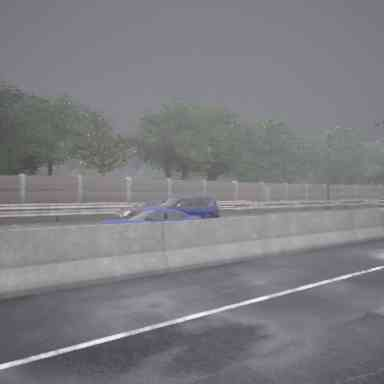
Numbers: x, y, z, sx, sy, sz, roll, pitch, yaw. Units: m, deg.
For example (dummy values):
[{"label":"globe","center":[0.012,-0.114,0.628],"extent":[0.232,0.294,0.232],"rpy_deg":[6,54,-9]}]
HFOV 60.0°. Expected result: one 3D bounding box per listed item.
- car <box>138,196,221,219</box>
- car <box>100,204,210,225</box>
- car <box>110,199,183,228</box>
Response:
[{"label":"car","center":[-0.728,1.277,20.658],"extent":[5.566,2.045,2.150],"rpy_deg":[0,0,-35]},{"label":"car","center":[-1.838,1.514,15.572],"extent":[5.008,1.535,1.882],"rpy_deg":[0,0,-35]},{"label":"car","center":[-3.133,1.405,23.239],"extent":[4.553,1.767,2.097],"rpy_deg":[0,0,-35]}]
